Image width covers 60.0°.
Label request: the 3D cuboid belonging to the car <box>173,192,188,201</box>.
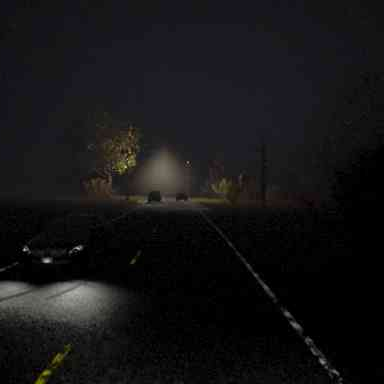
[{"bbox_3d":[-2.021,0.831,63.221,2.097,1.767,4.553,0,1,-6],"label":"car"}]

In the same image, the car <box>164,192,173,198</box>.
[{"bbox_3d":[-5.374,0.742,81.734,1.895,1.301,4.718,0,1,-8],"label":"car"}]

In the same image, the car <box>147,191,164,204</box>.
[{"bbox_3d":[-5.817,0.816,51.977,2.150,2.045,5.566,0,1,-5],"label":"car"}]

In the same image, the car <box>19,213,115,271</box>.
[{"bbox_3d":[-3.733,1.458,10.791,1.812,1.442,4.674,0,0,-1],"label":"car"}]
